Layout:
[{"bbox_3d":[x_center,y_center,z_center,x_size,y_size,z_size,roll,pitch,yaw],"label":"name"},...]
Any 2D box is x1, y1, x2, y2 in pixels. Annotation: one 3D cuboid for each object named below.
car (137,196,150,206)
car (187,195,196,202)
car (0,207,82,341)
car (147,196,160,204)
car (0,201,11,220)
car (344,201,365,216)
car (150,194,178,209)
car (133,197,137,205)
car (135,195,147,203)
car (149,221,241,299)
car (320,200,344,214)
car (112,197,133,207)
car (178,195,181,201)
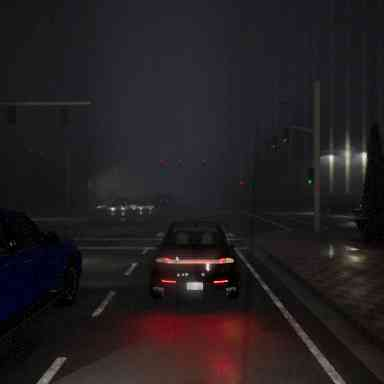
[{"bbox_3d":[-7.182,1.505,53.975,1.837,1.490,4.892,0,0,0],"label":"car"},{"bbox_3d":[-0.133,1.429,75.500,1.837,1.490,4.892,0,0,0],"label":"car"},{"bbox_3d":[-3.451,1.221,4.822,2.150,2.045,5.566,0,0,1],"label":"car"},{"bbox_3d":[-7.168,1.564,62.884,1.994,1.385,4.181,0,0,0],"label":"car"},{"bbox_3d":[-17.857,1.491,27.288,4.902,1.511,2.128,0,0,-1],"label":"car"},{"bbox_3d":[17.480,1.505,31.407,4.892,1.490,1.837,0,0,-1],"label":"car"},{"bbox_3d":[-3.612,1.221,44.320,2.150,2.045,5.566,0,0,4],"label":"car"},{"bbox_3d":[-10.674,1.601,59.316,1.895,1.301,4.718,0,0,0],"label":"car"},{"bbox_3d":[-10.623,1.477,69.758,1.882,1.535,5.008,0,0,0],"label":"car"},{"bbox_3d":[0.078,1.492,8.454,2.128,1.511,4.902,0,0,1],"label":"car"},{"bbox_3d":[15.232,1.564,34.882,4.181,1.385,1.994,0,0,-1],"label":"car"},{"bbox_3d":[-10.687,1.525,50.207,1.812,1.442,4.674,0,0,0],"label":"car"},{"bbox_3d":[-3.634,1.339,76.034,1.812,1.442,4.674,0,0,0],"label":"car"}]
